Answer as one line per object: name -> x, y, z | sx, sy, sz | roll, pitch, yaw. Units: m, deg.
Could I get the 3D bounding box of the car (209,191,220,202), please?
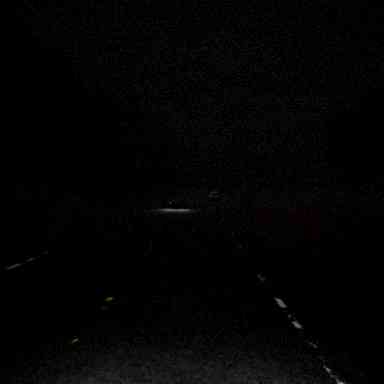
car -> 4.689, 0.952, 69.934 | 2.150, 2.045, 5.566 | 2, 0, 4

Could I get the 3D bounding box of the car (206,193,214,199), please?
car -> 5.159, 1.092, 94.202 | 1.994, 1.385, 4.181 | 1, 0, 4

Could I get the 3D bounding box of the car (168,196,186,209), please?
car -> -1.830, 1.282, 41.921 | 1.882, 1.535, 5.008 | 1, 0, 4

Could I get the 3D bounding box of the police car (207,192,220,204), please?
police car -> 4.003, 1.221, 60.030 | 1.930, 1.638, 5.238 | 1, 0, 4
